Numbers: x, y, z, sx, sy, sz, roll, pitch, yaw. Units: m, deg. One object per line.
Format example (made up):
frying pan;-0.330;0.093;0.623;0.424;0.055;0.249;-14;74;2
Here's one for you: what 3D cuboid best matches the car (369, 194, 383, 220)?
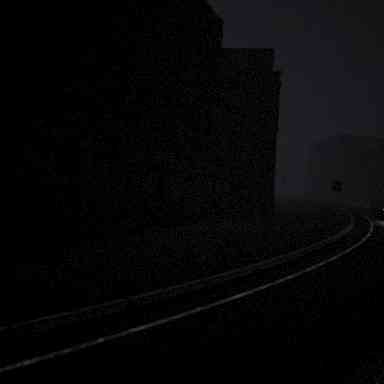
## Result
car;14.440;1.193;24.269;2.128;1.511;4.902;2;2;20
